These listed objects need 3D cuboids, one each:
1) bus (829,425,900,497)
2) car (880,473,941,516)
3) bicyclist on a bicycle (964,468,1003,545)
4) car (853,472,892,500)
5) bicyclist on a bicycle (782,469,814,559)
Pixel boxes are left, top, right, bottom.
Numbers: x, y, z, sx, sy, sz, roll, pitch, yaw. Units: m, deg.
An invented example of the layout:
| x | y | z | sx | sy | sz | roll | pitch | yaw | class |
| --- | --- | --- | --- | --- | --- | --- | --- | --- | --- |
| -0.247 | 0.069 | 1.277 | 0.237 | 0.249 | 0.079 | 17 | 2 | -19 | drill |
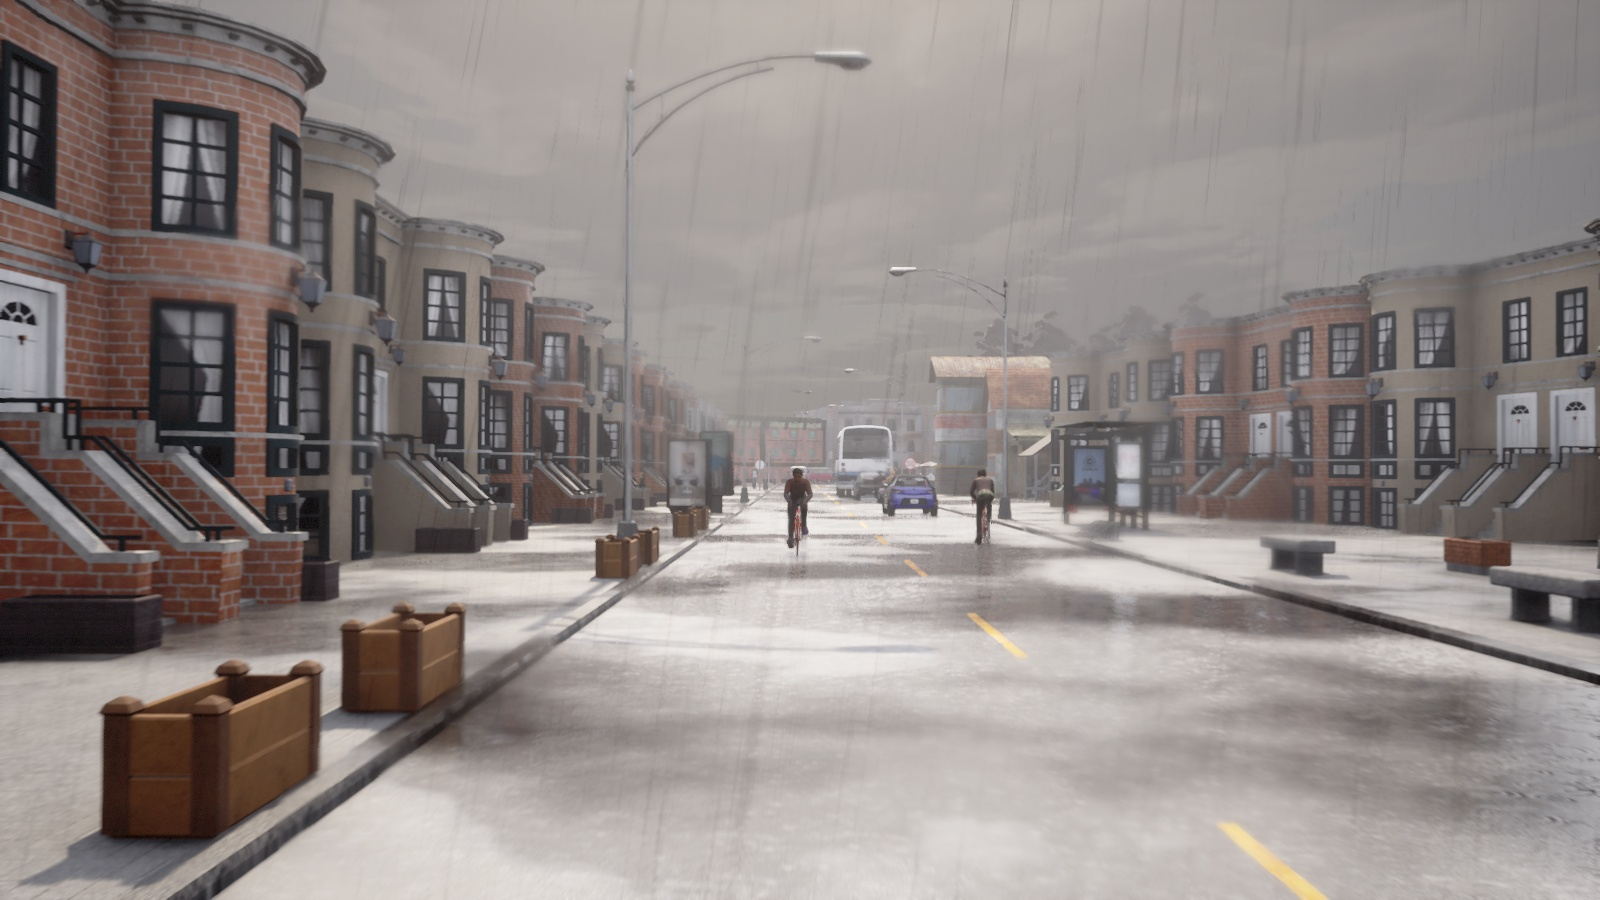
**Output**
| x | y | z | sx | sy | sz | roll | pitch | yaw | class |
| --- | --- | --- | --- | --- | --- | --- | --- | --- | --- |
| 3.900 | 0.745 | 79.015 | 3.944 | 4.253 | 10.273 | 0 | -1 | 0 | bus |
| 3.945 | 1.571 | 45.327 | 1.816 | 1.474 | 4.193 | 0 | -1 | 0 | car |
| 3.960 | 1.207 | 27.185 | 0.582 | 1.620 | 1.656 | 0 | -1 | 0 | bicyclist on a bicycle |
| 3.925 | 1.958 | 68.923 | 1.837 | 1.490 | 4.892 | 0 | -1 | 0 | car |
| -0.037 | 1.160 | 23.449 | 0.582 | 1.620 | 1.656 | 0 | -1 | 0 | bicyclist on a bicycle |
